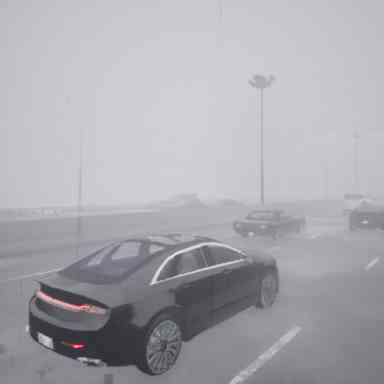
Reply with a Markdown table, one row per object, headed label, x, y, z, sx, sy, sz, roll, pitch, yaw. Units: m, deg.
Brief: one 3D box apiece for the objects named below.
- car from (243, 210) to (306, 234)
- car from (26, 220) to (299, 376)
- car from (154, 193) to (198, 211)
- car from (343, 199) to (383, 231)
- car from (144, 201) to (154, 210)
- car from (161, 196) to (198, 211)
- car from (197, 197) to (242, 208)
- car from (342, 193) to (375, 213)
| label | x | y | z | sx | sy | sz | roll | pitch | yaw |
| --- | --- | --- | --- | --- | --- | --- | --- | --- | --- |
| car | 4.032 | 1.560 | 16.628 | 1.895 | 1.301 | 4.718 | 0 | 0 | 38 |
| car | -0.173 | 1.485 | 5.721 | 2.128 | 1.511 | 4.902 | 0 | 0 | 39 |
| car | -1.306 | 1.178 | 38.377 | 2.150 | 2.045 | 5.566 | 0 | 0 | 38 |
| car | 10.527 | 1.401 | 19.184 | 1.882 | 1.535 | 5.008 | 0 | 0 | 38 |
| car | -3.857 | 1.530 | 40.787 | 1.994 | 1.385 | 4.181 | 0 | 0 | 38 |
| car | -0.470 | 1.436 | 33.798 | 1.882 | 1.535 | 5.008 | 0 | 0 | 38 |
| car | 3.026 | 1.421 | 32.572 | 1.882 | 1.535 | 5.008 | 0 | 0 | 38 |
| car | 15.934 | 1.098 | 31.632 | 2.150 | 2.045 | 5.566 | 0 | 0 | 38 |
